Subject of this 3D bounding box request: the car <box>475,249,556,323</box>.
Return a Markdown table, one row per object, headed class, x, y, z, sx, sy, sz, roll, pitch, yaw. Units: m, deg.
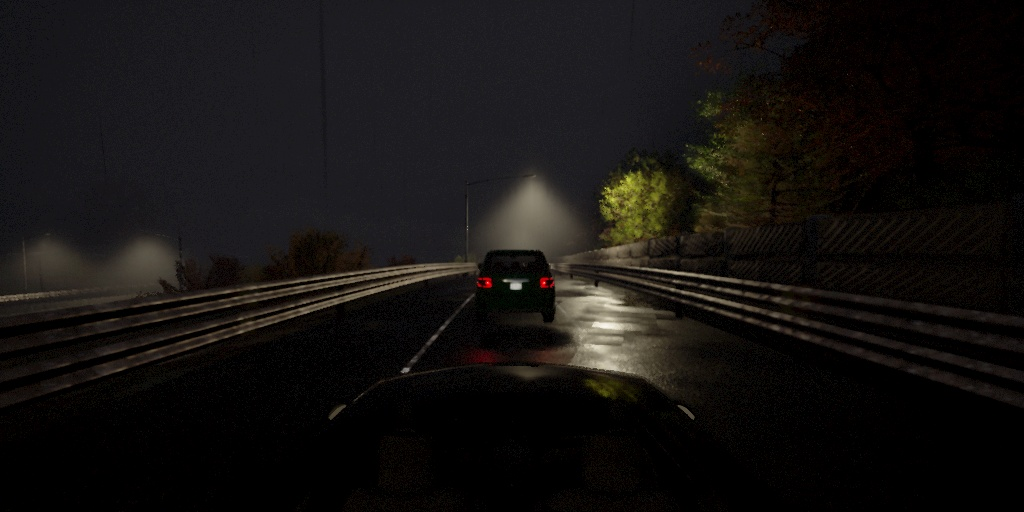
| class | x | y | z | sx | sy | sz | roll | pitch | yaw |
| --- | --- | --- | --- | --- | --- | --- | --- | --- | --- |
| car | 0.065 | 0.810 | 11.440 | 2.150 | 2.045 | 5.566 | 0 | 0 | -1 |
